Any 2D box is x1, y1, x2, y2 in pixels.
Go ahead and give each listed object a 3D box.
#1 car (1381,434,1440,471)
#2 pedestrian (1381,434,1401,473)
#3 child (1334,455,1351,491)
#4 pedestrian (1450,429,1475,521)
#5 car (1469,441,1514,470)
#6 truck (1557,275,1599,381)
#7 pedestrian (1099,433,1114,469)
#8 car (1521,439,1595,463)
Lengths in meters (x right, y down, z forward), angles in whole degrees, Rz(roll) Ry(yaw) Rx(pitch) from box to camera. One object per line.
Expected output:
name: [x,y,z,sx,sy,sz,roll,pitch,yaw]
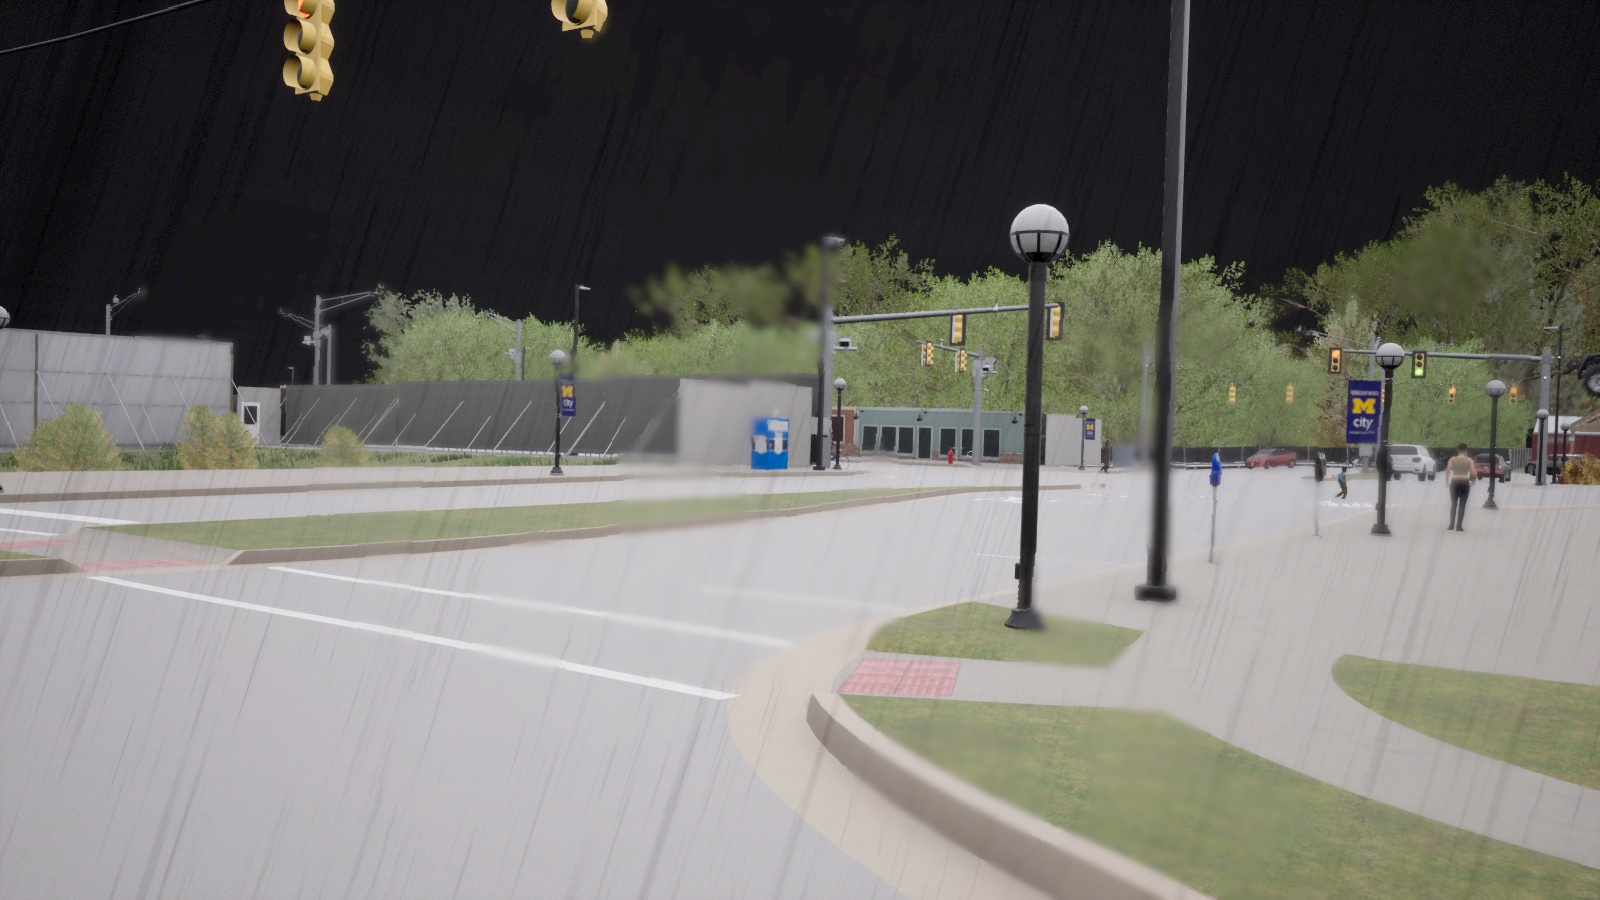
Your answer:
car: [35.004,0.159,71.878,2.150,2.045,5.566,0,0,35]
pedestrian: [27.911,0.163,59.324,0.694,1.848,0.540,2,2,40]
child: [18.117,0.764,41.942,0.448,1.192,0.343,2,2,36]
pedestrian: [13.555,0.501,25.704,0.345,1.836,0.594,2,2,34]
car: [40.738,0.294,73.917,1.851,1.617,3.988,0,1,36]
truck: [30.166,-4.364,42.207,7.936,3.462,2.891,-3,2,32]
pedestrian: [16.861,0.048,69.114,0.692,1.930,0.395,2,2,41]
car: [50.115,0.066,83.087,1.970,1.475,3.806,-2,1,-19]
